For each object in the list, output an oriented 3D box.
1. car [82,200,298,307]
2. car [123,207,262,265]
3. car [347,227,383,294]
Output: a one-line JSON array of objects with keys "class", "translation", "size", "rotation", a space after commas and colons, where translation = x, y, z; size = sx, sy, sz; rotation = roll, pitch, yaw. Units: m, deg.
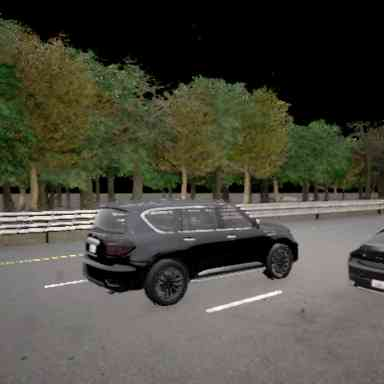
[{"class": "car", "translation": [0.195, 1.206, 8.185], "size": [5.566, 2.045, 2.150], "rotation": [0, 0, -35]}, {"class": "car", "translation": [0.164, 1.452, 12.460], "size": [5.008, 1.535, 1.882], "rotation": [-1, 0, -35]}, {"class": "car", "translation": [5.522, 1.476, 7.683], "size": [4.892, 1.490, 1.837], "rotation": [-1, 0, -35]}]
